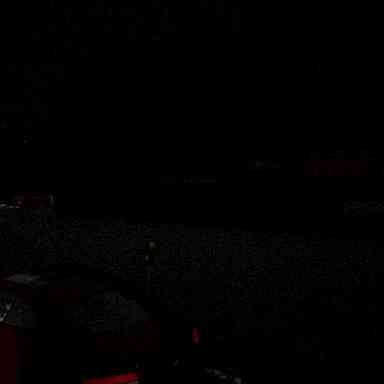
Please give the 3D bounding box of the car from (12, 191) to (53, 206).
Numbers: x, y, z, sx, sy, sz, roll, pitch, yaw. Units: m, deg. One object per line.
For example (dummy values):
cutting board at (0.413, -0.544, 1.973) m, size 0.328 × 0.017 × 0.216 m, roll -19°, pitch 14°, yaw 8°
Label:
car at (-19.795, 0.763, 41.361) m, size 2.097 × 1.767 × 4.553 m, roll 1°, pitch 2°, yaw 35°

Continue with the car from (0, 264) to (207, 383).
car at (-1.791, 1.581, 4.077) m, size 4.206 × 1.307 × 1.802 m, roll 0°, pitch 1°, yaw 36°
